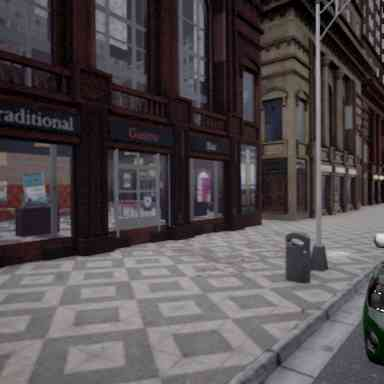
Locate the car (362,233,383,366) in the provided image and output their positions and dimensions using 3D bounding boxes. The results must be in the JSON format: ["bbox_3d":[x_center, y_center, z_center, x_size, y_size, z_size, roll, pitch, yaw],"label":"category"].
[{"bbox_3d":[4.333,1.218,5.152,2.150,2.045,5.566,0,0,39],"label":"car"}]
